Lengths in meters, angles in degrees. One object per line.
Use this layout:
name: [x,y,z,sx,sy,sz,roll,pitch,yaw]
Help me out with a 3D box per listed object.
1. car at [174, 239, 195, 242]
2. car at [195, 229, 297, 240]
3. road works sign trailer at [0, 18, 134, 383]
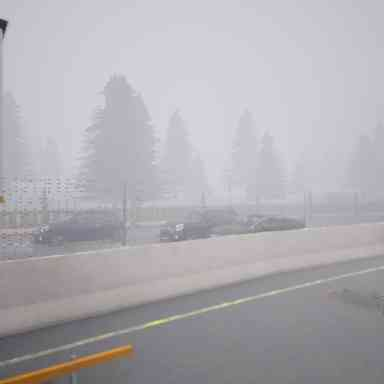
car: [0.629,1.671,17.347,4.553,1.767,2.097,0,-1,-31]
car: [2.883,1.733,14.649,4.902,1.511,2.128,0,-1,-31]
road works sign trailer: [-1.901,0.552,3.127,2.880,3.560,2.380,0,-1,-35]
